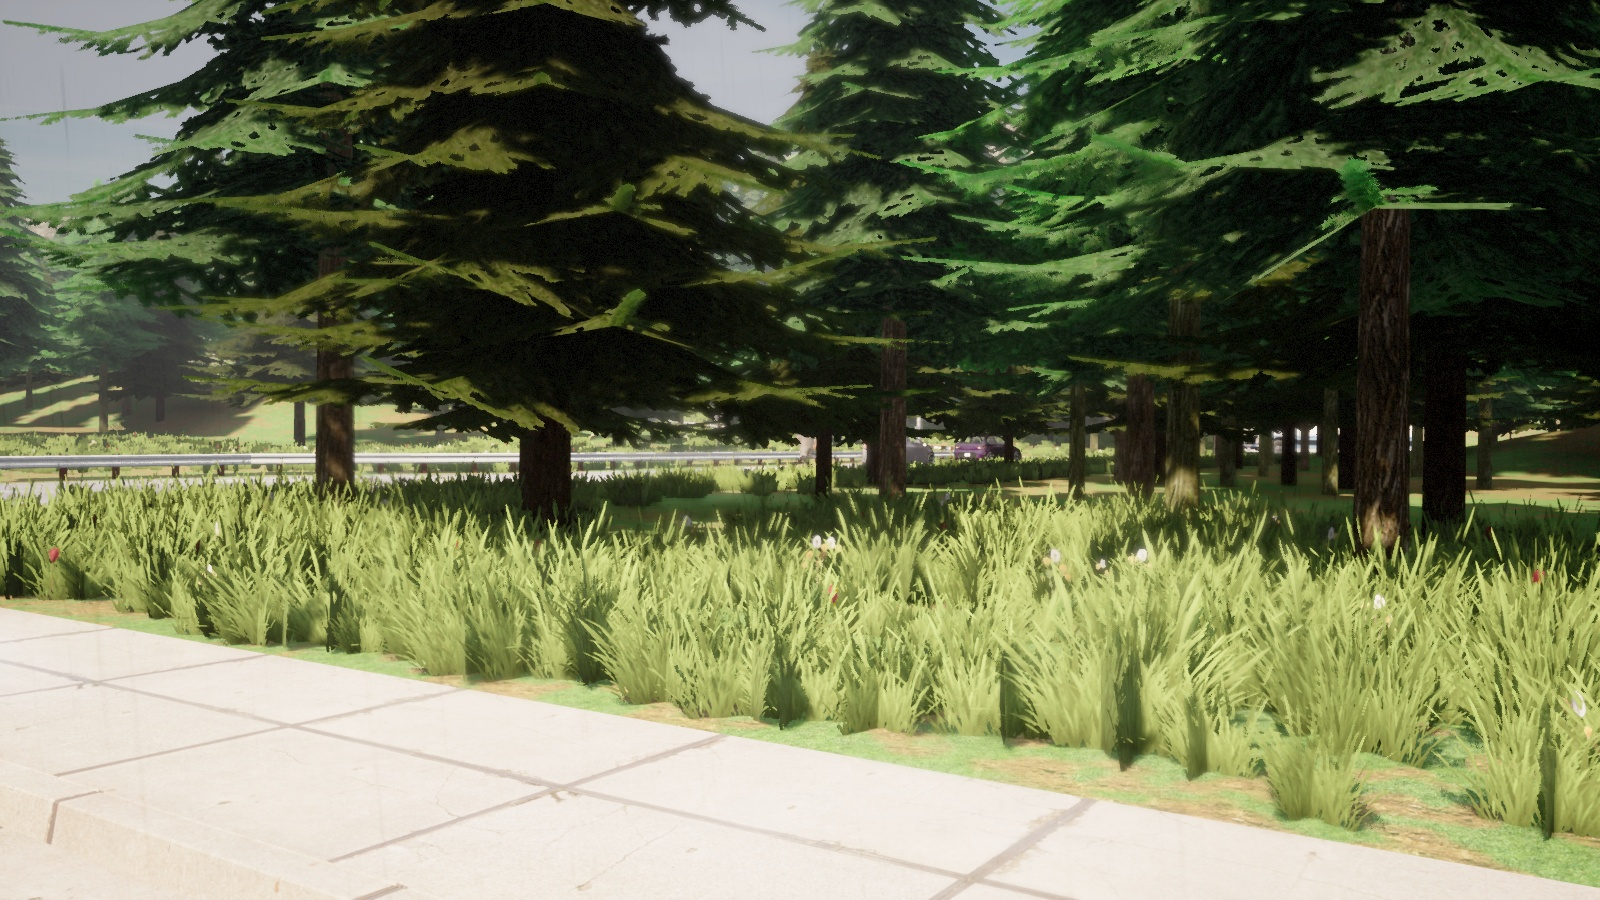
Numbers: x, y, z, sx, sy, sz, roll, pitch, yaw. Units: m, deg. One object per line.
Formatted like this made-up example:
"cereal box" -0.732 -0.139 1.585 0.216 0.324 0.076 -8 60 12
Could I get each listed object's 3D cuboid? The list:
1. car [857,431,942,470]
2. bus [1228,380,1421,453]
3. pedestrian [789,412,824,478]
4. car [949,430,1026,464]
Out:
"car" 4.080 -0.017 51.140 1.845 1.501 3.633 0 1 35
"bus" 32.219 -2.022 77.513 10.273 4.253 3.944 0 1 4
"pedestrian" 0.187 -0.150 37.723 0.659 1.952 0.873 0 1 35
"car" 8.648 -0.148 57.729 1.816 1.474 4.193 0 1 35
